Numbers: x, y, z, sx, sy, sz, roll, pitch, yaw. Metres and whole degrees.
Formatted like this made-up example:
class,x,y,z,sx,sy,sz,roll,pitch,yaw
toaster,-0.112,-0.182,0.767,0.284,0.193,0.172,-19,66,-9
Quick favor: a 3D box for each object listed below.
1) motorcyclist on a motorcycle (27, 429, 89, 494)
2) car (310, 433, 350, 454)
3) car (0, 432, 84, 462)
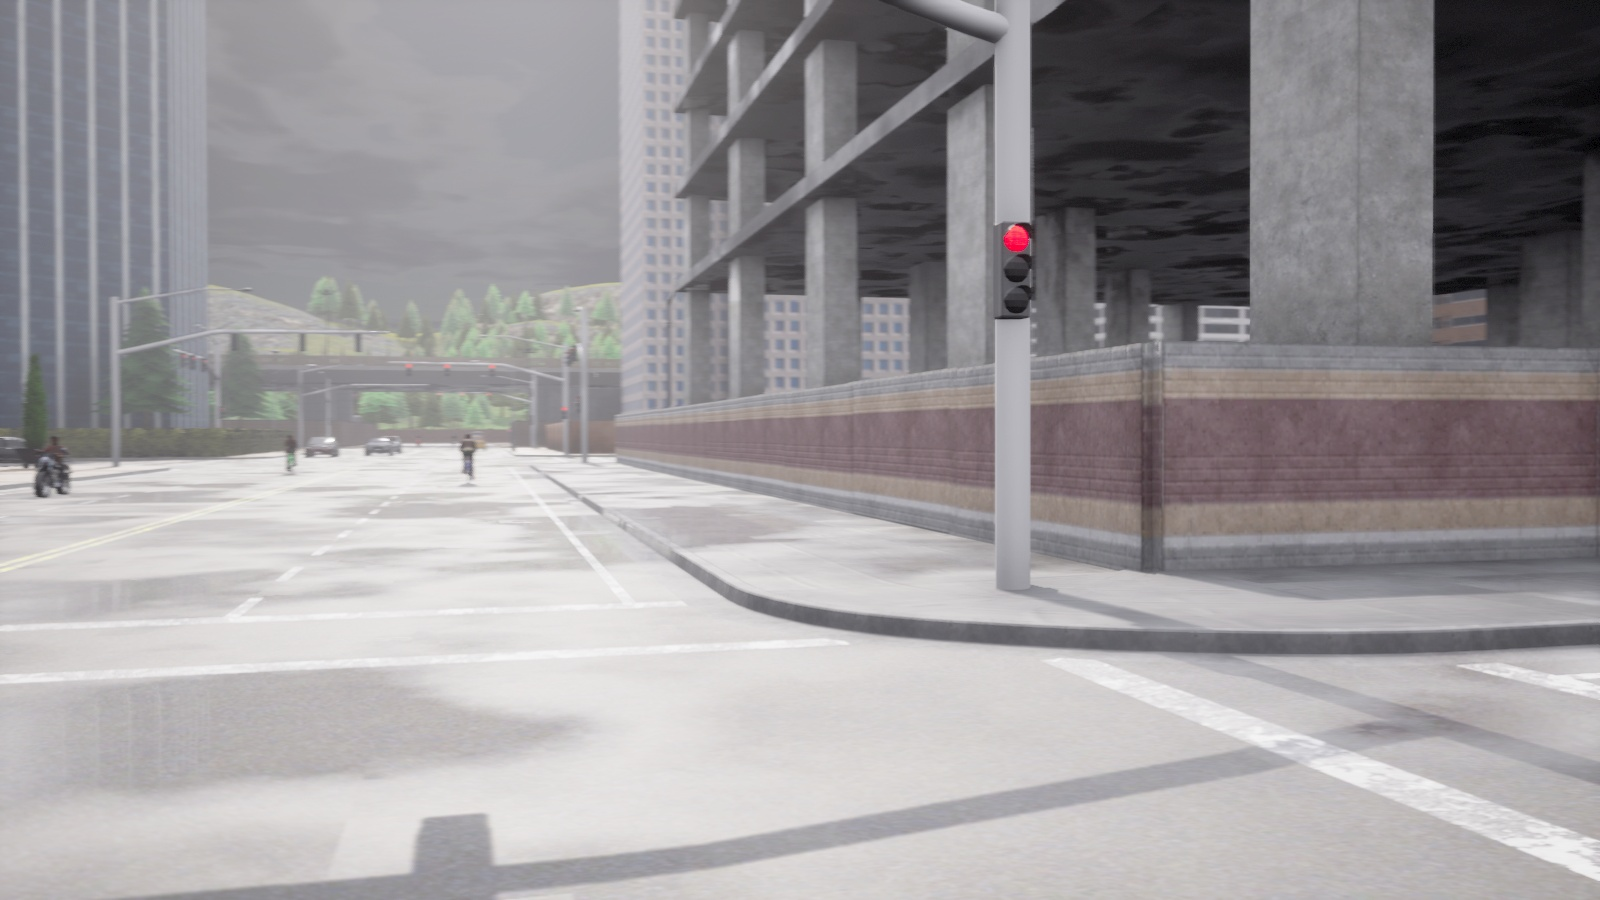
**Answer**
class,x,y,z,sx,sy,sz,roll,pitch,yaw
motorcyclist on a motorcycle,-19.460,0.277,32.979,0.766,1.649,2.350,0,1,-14
car,-33.461,-0.492,89.465,2.163,1.488,4.792,0,1,-14
car,-39.332,-0.174,63.751,4.892,1.490,1.837,0,1,-14
